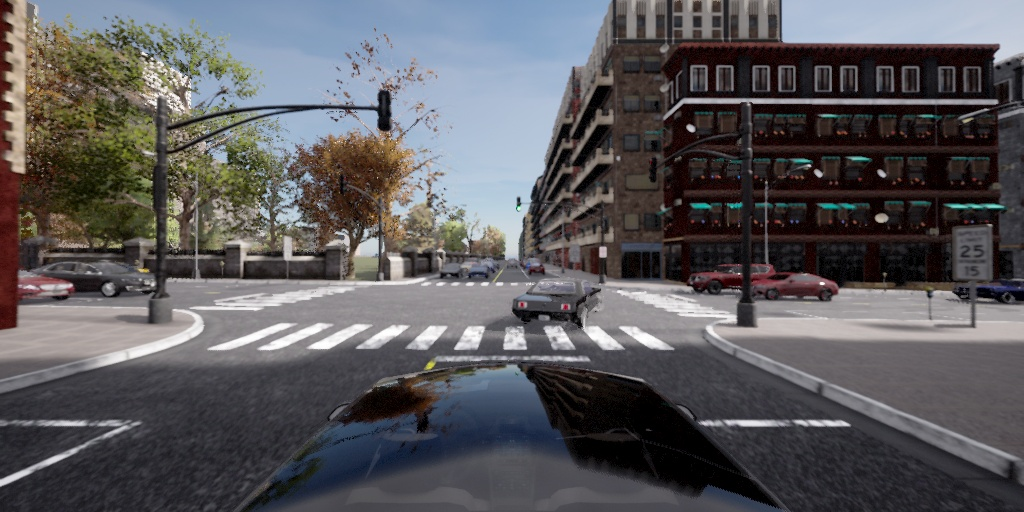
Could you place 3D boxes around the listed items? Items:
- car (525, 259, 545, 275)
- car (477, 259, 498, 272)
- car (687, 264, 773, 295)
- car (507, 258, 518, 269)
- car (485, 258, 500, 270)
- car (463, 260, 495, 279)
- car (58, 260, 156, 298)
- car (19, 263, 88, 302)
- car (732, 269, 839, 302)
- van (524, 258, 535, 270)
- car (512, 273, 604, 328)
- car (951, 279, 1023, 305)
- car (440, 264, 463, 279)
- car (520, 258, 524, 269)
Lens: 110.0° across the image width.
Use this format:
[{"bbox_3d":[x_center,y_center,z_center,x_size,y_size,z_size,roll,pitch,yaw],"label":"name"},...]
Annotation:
[{"bbox_3d":[2.723,1.386,39.899,1.888,1.381,4.507,0,0,0],"label":"car"},{"bbox_3d":[-3.046,1.379,44.208,1.812,1.442,4.674,0,0,0],"label":"car"},{"bbox_3d":[13.467,1.391,21.919,5.009,1.841,2.192,0,0,0],"label":"car"},{"bbox_3d":[0.051,1.460,62.572,2.033,1.411,5.357,0,0,0],"label":"car"},{"bbox_3d":[-2.989,1.390,58.064,2.128,1.511,4.902,0,0,1],"label":"car"},{"bbox_3d":[-3.066,1.373,34.389,2.033,1.411,5.357,0,0,0],"label":"car"},{"bbox_3d":[-18.296,0.978,15.856,4.892,1.490,1.837,1,0,0],"label":"car"},{"bbox_3d":[-18.951,1.029,13.257,4.207,1.307,1.802,0,0,0],"label":"car"},{"bbox_3d":[14.908,1.613,19.337,4.674,1.442,1.812,1,0,-2],"label":"car"},{"bbox_3d":[2.728,1.198,45.530,1.690,1.789,3.998,0,0,0],"label":"van"},{"bbox_3d":[1.721,1.373,11.666,1.895,1.301,4.718,0,0,22],"label":"car"},{"bbox_3d":[27.182,1.912,19.447,4.718,1.301,1.895,1,0,0],"label":"car"},{"bbox_3d":[-5.662,1.391,34.276,1.948,1.339,4.313,0,0,0],"label":"car"},{"bbox_3d":[2.738,1.333,56.790,1.967,1.591,4.097,0,0,0],"label":"car"}]
